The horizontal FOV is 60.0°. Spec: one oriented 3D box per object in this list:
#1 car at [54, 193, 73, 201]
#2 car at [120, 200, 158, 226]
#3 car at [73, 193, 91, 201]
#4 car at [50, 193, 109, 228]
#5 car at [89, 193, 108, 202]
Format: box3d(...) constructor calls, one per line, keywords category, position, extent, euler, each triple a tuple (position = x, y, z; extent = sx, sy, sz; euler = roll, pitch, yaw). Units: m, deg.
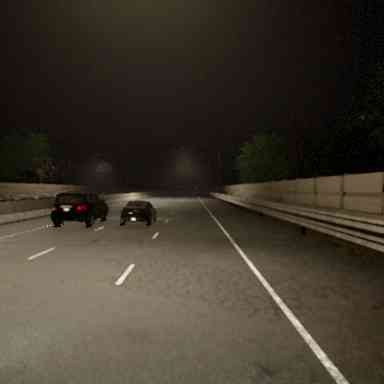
box3d(category="car", position=(-24.546, 0.963, 63.699), extent=(1.812, 1.442, 4.674), euler=(0, 1, 0))
box3d(category="car", position=(-3.414, 1.319, 21.812), extent=(1.837, 1.490, 4.892), euler=(0, 1, 0))
box3d(category="car", position=(-21.049, 0.996, 63.720), extent=(1.994, 1.385, 4.181), euler=(0, 1, 0))
box3d(category="car", position=(-6.914, 1.042, 20.976), extent=(2.150, 2.045, 5.566), euler=(0, 0, 0))
box3d(category="car", position=(-17.549, 0.995, 62.715), extent=(2.033, 1.411, 5.357), euler=(0, 1, 0))
